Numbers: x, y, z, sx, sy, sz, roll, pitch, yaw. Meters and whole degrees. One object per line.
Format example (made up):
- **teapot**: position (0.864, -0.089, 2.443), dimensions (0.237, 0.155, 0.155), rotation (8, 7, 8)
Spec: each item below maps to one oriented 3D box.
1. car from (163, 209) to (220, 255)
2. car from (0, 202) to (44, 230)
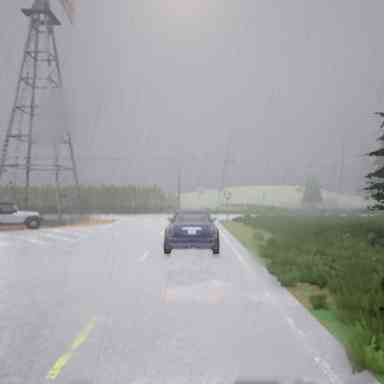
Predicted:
- **car**: position (-0.005, 1.481, 14.078), dimensions (2.097, 1.767, 4.553), rotation (0, -1, 0)
- **car**: position (-11.912, 1.559, 21.805), dimensions (3.866, 1.878, 1.905), rotation (0, -1, -31)
